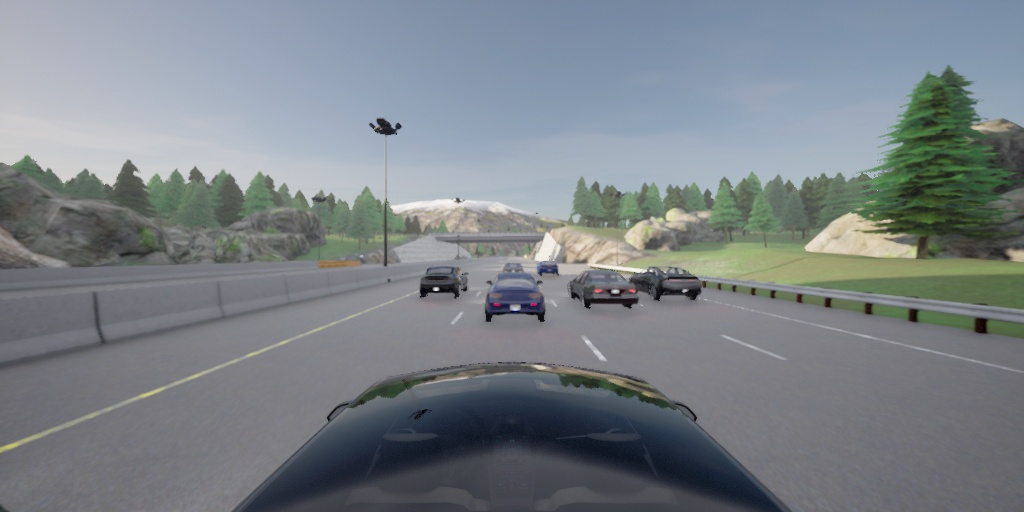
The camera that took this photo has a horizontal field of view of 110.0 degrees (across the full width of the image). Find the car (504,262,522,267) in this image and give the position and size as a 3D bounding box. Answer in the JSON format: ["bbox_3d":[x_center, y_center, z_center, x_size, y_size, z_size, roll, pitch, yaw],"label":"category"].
[{"bbox_3d":[0.102,1.258,30.834,2.033,1.411,5.357,0,0,0],"label":"car"}]

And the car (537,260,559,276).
[{"bbox_3d":[3.601,1.180,36.760,1.882,1.535,5.008,0,0,0],"label":"car"}]

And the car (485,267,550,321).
[{"bbox_3d":[0.087,1.261,12.292,1.812,1.442,4.674,0,0,0],"label":"car"}]

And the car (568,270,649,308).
[{"bbox_3d":[3.601,1.279,14.989,2.033,1.411,5.357,0,0,0],"label":"car"}]

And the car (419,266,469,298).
[{"bbox_3d":[-3.399,1.232,18.476,1.837,1.490,4.892,0,0,0],"label":"car"}]

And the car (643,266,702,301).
[{"bbox_3d":[7.101,1.220,17.151,2.128,1.511,4.902,0,0,0],"label":"car"}]
